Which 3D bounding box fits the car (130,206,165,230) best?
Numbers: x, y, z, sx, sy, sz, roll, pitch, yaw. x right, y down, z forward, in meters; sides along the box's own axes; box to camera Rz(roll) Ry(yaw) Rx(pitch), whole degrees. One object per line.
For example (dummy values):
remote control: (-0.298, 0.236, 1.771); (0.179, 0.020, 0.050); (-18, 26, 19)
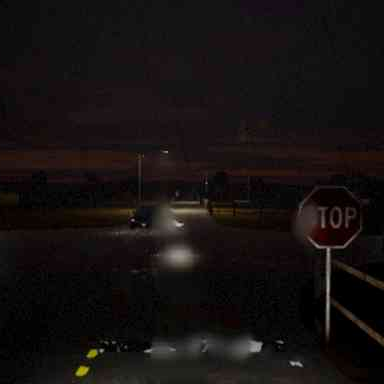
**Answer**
car: (-2.783, 1.632, 21.525); (1.812, 1.442, 4.674); (0, 0, 0)
